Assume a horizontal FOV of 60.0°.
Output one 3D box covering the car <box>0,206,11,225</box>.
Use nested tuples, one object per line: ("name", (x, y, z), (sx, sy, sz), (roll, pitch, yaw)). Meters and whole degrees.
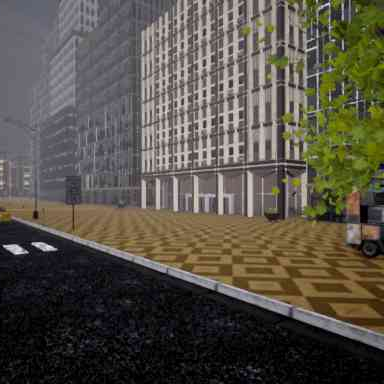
("car", (-13.899, 1.527, 23.329), (1.752, 1.417, 4.829), (0, 0, -38))
